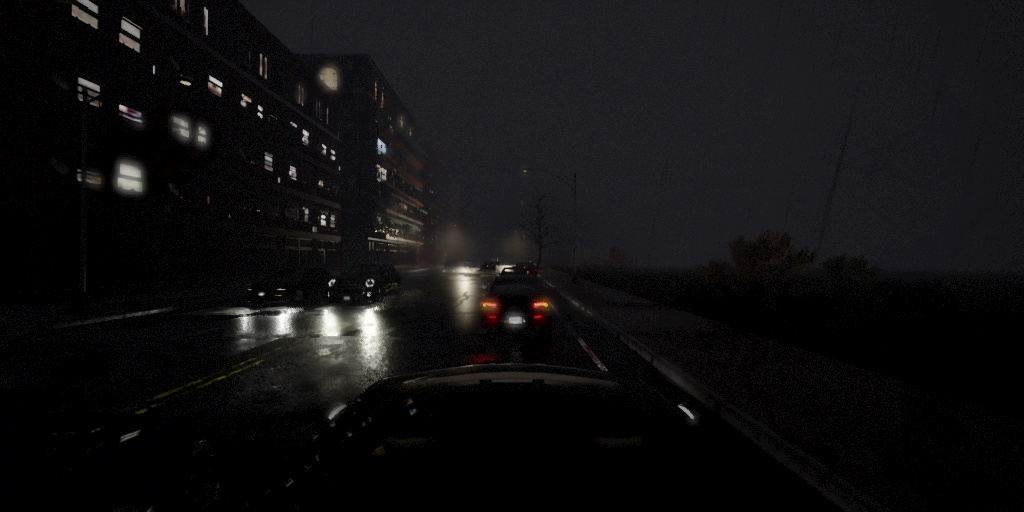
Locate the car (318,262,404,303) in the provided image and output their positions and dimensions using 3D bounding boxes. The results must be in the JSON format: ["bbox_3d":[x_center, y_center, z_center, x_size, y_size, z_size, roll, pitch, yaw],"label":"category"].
[{"bbox_3d":[-6.627,1.105,16.612,2.097,1.767,4.553,0,0,0],"label":"car"}]

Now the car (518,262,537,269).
[{"bbox_3d":[1.088,1.233,30.028,1.882,1.535,5.008,0,0,0],"label":"car"}]

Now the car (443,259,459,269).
[{"bbox_3d":[-9.932,1.232,58.664,1.882,1.535,5.008,0,0,0],"label":"car"}]

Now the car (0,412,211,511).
[{"bbox_3d":[-3.148,1.351,0.461,1.895,1.301,4.718,0,0,0],"label":"car"}]

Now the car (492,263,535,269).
[{"bbox_3d":[0.069,1.318,20.501,1.994,1.385,4.181,0,0,0],"label":"car"}]

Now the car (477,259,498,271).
[{"bbox_3d":[-3.290,1.319,49.487,1.994,1.385,4.181,0,0,-1],"label":"car"}]

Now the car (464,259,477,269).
[{"bbox_3d":[-6.682,1.232,58.692,1.882,1.535,5.008,0,0,0],"label":"car"}]

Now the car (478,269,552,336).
[{"bbox_3d":[0.078,1.278,10.333,1.812,1.442,4.674,0,0,0],"label":"car"}]

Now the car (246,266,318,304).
[{"bbox_3d":[-9.877,1.258,16.545,1.837,1.490,4.892,0,0,0],"label":"car"}]
